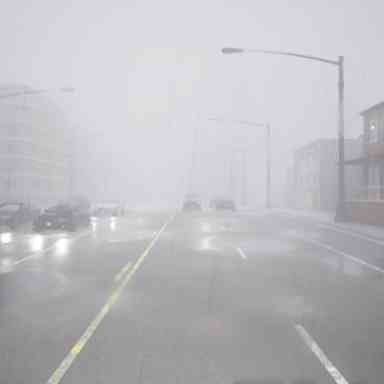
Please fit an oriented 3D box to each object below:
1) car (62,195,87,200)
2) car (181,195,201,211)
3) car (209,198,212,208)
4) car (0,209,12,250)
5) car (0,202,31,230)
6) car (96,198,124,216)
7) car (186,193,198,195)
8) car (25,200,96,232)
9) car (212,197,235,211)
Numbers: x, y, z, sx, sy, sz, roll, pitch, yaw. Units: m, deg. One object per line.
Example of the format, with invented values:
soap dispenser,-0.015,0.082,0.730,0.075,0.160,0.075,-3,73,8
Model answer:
car,-10.580,1.078,29.430,2.097,1.767,4.553,0,0,0
car,-0.003,1.278,35.195,1.812,1.442,4.674,0,0,0
car,3.527,1.504,48.502,2.128,1.511,4.902,0,-2,1
car,-7.101,1.430,8.733,1.882,1.535,5.008,0,0,0
car,-10.599,1.321,19.839,1.812,1.442,4.674,0,1,0
car,-7.082,1.251,28.691,1.812,1.442,4.674,0,0,0
car,0.011,1.196,47.302,2.150,2.045,5.566,0,-2,1
car,-7.097,1.380,18.463,1.994,1.385,4.181,0,1,0
car,3.503,1.323,35.840,1.994,1.385,4.181,0,-1,0
